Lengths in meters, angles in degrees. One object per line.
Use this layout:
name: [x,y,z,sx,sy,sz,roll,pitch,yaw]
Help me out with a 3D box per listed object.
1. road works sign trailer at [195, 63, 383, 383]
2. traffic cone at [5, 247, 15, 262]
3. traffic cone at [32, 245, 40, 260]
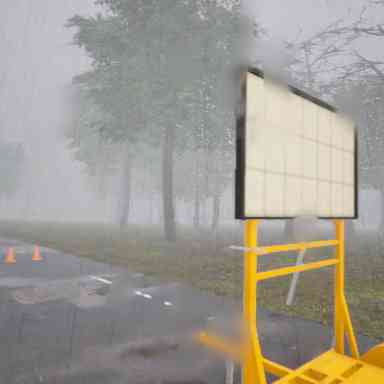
road works sign trailer: [1.080,0.697,3.705,2.380,3.560,2.880,4,-4,-43]
traffic cone: [-7.382,2.524,13.536,0.340,0.580,0.340,4,-4,-43]
traffic cone: [-6.646,2.577,14.212,0.340,0.580,0.340,4,-4,-43]
